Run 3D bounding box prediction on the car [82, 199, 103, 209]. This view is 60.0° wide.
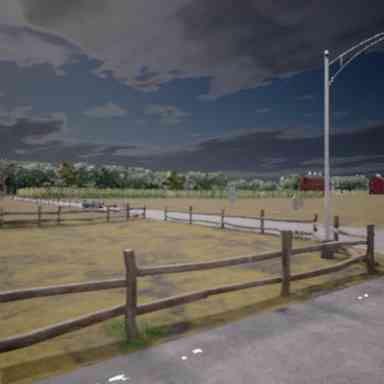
[{"bbox_3d":[-15.632,1.854,52.148,2.033,1.411,5.357,-1,1,-35],"label":"car"}]
